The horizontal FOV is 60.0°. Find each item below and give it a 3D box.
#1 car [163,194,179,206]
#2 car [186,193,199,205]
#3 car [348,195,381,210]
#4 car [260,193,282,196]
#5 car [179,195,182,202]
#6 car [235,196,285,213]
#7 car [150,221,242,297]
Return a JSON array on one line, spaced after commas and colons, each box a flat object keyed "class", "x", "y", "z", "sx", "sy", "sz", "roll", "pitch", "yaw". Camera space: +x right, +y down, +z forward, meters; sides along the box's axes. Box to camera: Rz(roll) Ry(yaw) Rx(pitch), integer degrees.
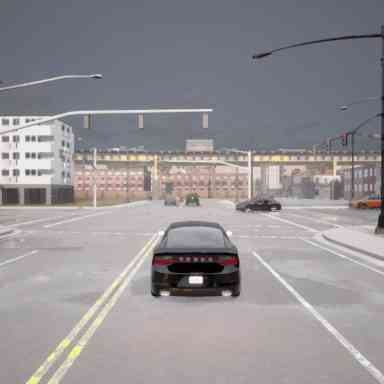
[{"class": "car", "x": -3.569, "y": 1.504, "z": 54.848, "sx": 1.837, "sy": 1.490, "sz": 4.892, "roll": 0, "pitch": 0, "yaw": 0}, {"class": "car", "x": 0.102, "y": 1.221, "z": 58.591, "sx": 2.150, "sy": 2.045, "sz": 5.566, "roll": 0, "pitch": 0, "yaw": 0}, {"class": "car", "x": 20.787, "y": 1.177, "z": 38.897, "sx": 4.553, "sy": 1.767, "sz": 2.097, "roll": -1, "pitch": 0, "yaw": 1}, {"class": "car", "x": 7.939, "y": 1.298, "z": 39.425, "sx": 4.553, "sy": 1.767, "sz": 2.097, "roll": 0, "pitch": 0, "yaw": 6}, {"class": "car", "x": -3.530, "y": 1.477, "z": 65.490, "sx": 1.882, "sy": 1.535, "sz": 5.008, "roll": 0, "pitch": 0, "yaw": 1}, {"class": "car", "x": 6.992, "y": 1.455, "z": 35.162, "sx": 4.892, "sy": 1.490, "sz": 1.837, "roll": 0, "pitch": 0, "yaw": -8}, {"class": "car", "x": 0.082, "y": 1.478, "z": 8.636, "sx": 1.882, "sy": 1.535, "sz": 5.008, "roll": 0, "pitch": 0, "yaw": 0}]
